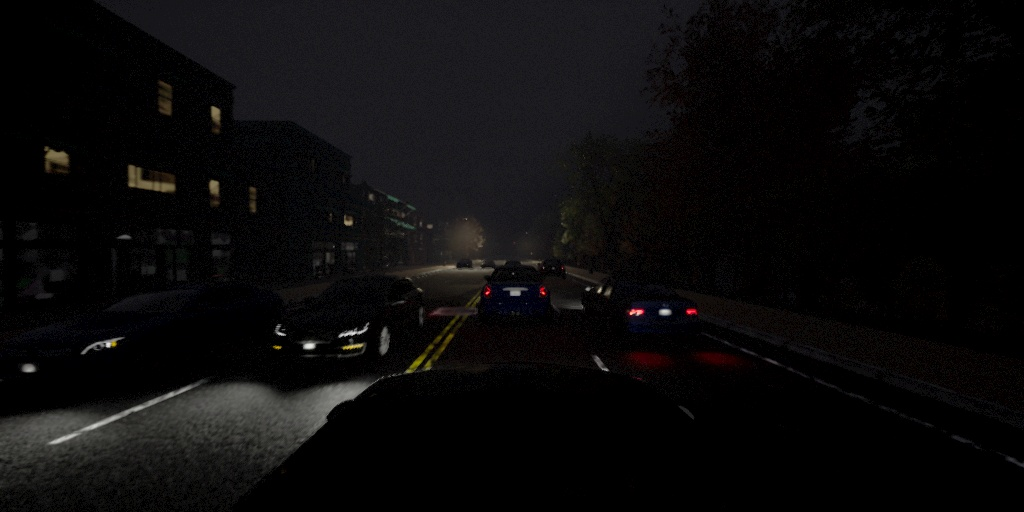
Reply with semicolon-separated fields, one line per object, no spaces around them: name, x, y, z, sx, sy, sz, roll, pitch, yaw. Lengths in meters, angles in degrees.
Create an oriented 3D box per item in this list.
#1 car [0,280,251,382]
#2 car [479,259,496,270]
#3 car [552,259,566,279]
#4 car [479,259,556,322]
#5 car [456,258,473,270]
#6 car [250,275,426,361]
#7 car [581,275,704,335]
car;-6.604;1.257;7.229;1.812;1.442;4.674;0;0;0
car;-3.352;1.129;50.733;2.033;1.411;5.357;0;0;0
car;3.336;1.002;31.034;2.097;1.767;4.553;0;0;0
car;0.095;1.066;12.267;2.097;1.767;4.553;0;0;0
car;-6.596;1.062;50.142;1.882;1.535;5.008;0;0;0
car;-3.355;1.232;8.361;1.837;1.490;4.892;0;0;0
car;3.345;1.268;10.346;2.033;1.411;5.357;0;0;0
